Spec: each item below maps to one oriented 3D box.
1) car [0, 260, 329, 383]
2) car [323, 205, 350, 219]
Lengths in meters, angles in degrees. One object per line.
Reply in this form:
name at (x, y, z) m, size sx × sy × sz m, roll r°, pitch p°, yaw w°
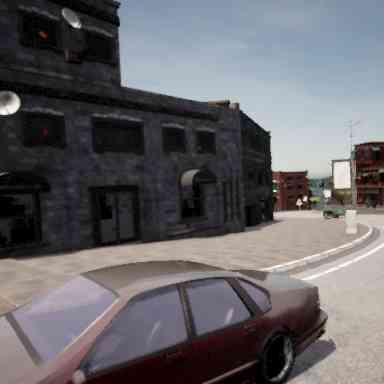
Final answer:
car at (-0.588, 1.580, 3.751) m, size 5.357 × 1.411 × 2.033 m, roll 0°, pitch -1°, yaw -38°
car at (21.806, 2.941, 50.334) m, size 2.150 × 2.045 × 5.566 m, roll -3°, pitch -4°, yaw 0°
